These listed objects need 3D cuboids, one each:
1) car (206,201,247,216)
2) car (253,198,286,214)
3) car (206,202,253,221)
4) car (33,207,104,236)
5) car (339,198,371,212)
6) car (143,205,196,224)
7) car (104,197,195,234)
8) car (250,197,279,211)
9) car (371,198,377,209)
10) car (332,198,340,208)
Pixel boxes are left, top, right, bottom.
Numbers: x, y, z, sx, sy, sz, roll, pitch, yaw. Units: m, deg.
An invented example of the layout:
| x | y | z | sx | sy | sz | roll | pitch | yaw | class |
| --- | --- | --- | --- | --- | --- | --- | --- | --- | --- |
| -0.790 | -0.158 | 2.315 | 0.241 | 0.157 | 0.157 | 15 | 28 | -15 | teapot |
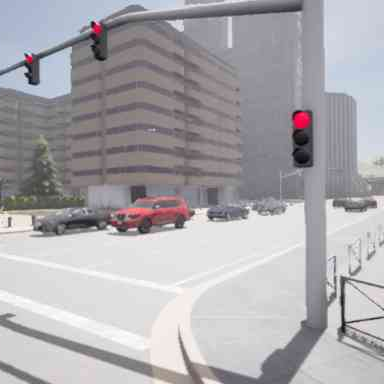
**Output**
| x | y | z | sx | sy | sz | roll | pitch | yaw | class |
| --- | --- | --- | --- | --- | --- | --- | --- | --- | --- |
| 3.831 | 1.737 | 35.835 | 2.033 | 1.411 | 5.357 | -1 | 0 | 35 | car |
| 8.928 | 1.672 | 36.975 | 1.812 | 1.442 | 4.674 | -1 | 0 | 35 | car |
| 3.165 | 1.752 | 28.809 | 1.895 | 1.301 | 4.718 | -1 | 0 | 35 | car |
| -7.127 | 1.689 | 20.265 | 2.128 | 1.511 | 4.902 | -1 | 0 | 35 | car |
| 19.321 | 1.551 | 39.277 | 2.128 | 1.511 | 4.902 | -1 | 0 | 35 | car |
| -1.792 | 1.795 | 27.845 | 1.895 | 1.301 | 4.718 | -1 | 0 | 35 | car |
| -2.461 | 1.377 | 20.821 | 2.150 | 2.045 | 5.566 | -1 | 0 | 35 | car |
| 9.702 | 1.537 | 44.116 | 2.097 | 1.767 | 4.553 | -1 | 0 | 36 | car |
| 25.227 | 1.533 | 47.680 | 1.882 | 1.535 | 5.008 | -1 | 0 | 35 | car |
| 22.322 | 1.574 | 49.602 | 1.882 | 1.535 | 5.008 | -1 | 0 | 36 | car |
